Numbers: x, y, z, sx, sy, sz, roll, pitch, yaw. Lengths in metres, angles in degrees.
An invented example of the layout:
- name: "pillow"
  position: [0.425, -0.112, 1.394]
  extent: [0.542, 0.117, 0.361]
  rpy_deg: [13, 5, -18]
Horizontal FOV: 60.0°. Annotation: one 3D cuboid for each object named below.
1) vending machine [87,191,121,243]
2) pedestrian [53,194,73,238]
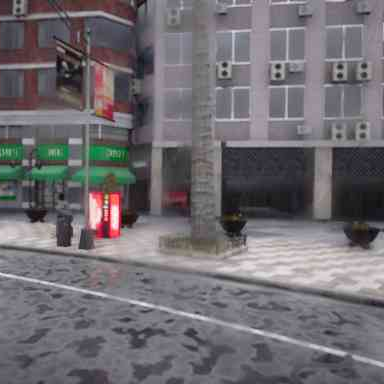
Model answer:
- name: "vending machine"
  position: [-3.722, 0.997, 14.126]
  extent: [0.880, 2.100, 1.100]
  rpy_deg: [1, 1, 24]
- name: "pedestrian"
  position: [-5.145, 0.933, 13.241]
  extent: [0.375, 1.860, 0.375]
  rpy_deg: [1, 1, 23]
